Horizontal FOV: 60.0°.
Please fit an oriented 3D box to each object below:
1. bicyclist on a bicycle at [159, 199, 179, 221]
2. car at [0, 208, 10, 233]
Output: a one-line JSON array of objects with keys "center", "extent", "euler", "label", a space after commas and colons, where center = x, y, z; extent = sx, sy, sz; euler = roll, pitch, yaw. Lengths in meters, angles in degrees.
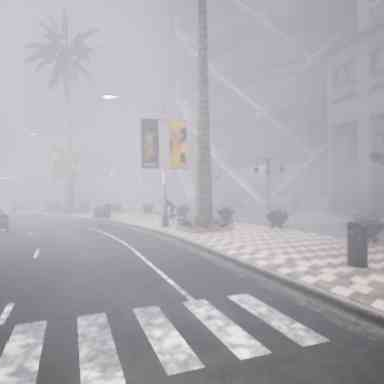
[{"center": [-1.675, 1.303, 24.255], "extent": [1.656, 1.620, 0.582], "euler": [-1, 0, -33], "label": "bicyclist on a bicycle"}, {"center": [-12.352, 1.659, 20.219], "extent": [1.882, 1.535, 5.008], "euler": [-1, 0, -35], "label": "car"}]
